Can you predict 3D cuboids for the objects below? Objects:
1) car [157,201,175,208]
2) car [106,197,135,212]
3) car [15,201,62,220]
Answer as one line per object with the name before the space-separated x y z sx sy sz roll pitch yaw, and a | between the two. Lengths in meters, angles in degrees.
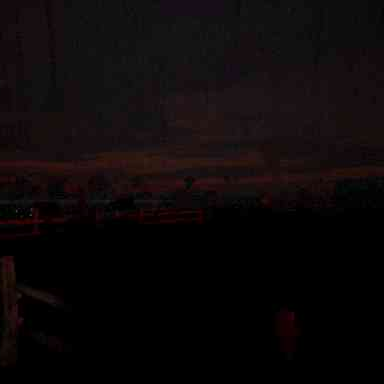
car | -5.022 2.429 64.422 1.895 1.301 4.718 -1 -1 18
car | -10.203 1.783 48.051 2.150 2.045 5.566 -1 -1 17
car | -14.648 1.665 31.892 2.097 1.767 4.553 -1 -1 15
